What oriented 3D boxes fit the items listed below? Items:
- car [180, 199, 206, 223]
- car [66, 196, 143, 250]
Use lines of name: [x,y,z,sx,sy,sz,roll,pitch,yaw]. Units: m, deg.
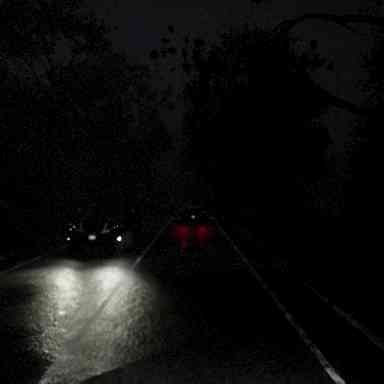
car: [0.086,1.516,25.160,1.812,1.442,4.674,0,0,0]
car: [-3.506,1.235,14.443,2.150,2.045,5.566,0,0,0]
